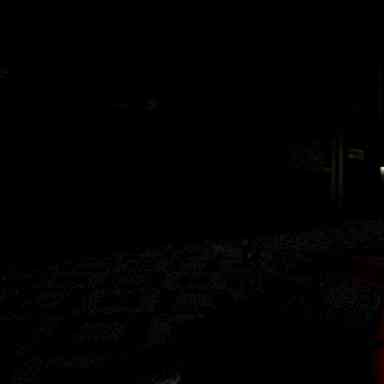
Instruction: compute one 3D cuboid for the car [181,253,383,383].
[{"bbox_3d":[1.966,1.518,4.054,4.507,1.381,1.887,0,1,-36],"label":"car"}]
